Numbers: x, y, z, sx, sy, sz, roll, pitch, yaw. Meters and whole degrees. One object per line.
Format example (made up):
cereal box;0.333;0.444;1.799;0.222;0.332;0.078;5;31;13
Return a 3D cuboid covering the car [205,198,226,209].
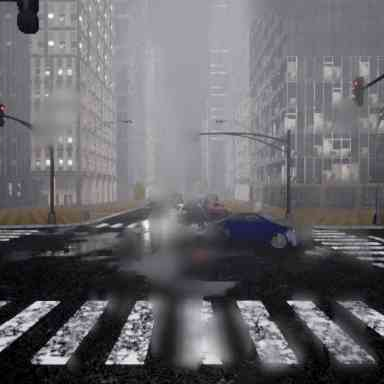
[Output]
car;2.461;1.569;32.163;1.802;1.307;4.206;-1;0;0

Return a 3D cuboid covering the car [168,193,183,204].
car;-2.872;1.178;64.290;2.150;2.045;5.566;0;0;0

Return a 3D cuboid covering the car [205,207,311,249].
car;2.926;1.560;14.511;4.181;1.385;1.994;0;0;37

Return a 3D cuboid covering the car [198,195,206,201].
car;2.400;1.535;81.884;1.802;1.307;4.206;-1;0;0

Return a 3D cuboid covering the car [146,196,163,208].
car;-5.419;1.418;48.696;1.967;1.590;4.097;-1;0;0

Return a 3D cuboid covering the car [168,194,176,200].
car;-5.503;1.383;92.893;1.967;1.590;4.097;-1;0;0

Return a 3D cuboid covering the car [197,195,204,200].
car;2.379;1.488;92.933;1.887;1.381;4.507;-1;0;0

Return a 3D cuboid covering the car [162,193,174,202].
car;-5.473;1.272;76.319;2.192;1.841;5.009;-1;0;0

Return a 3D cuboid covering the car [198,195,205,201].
car;2.388;1.473;87.578;1.752;1.417;4.829;-1;0;0

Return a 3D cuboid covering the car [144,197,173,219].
car;-2.908;1.493;28.726;1.837;1.490;4.892;0;0;0

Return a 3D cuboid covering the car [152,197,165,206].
car;-5.428;1.557;54.221;1.802;1.307;4.206;-1;0;0

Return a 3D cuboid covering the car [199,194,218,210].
car;2.457;1.297;43.212;2.192;1.841;5.009;-1;0;0

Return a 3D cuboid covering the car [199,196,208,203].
car;2.420;1.507;70.834;1.887;1.381;4.507;-1;0;0

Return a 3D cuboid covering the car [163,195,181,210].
car;-2.929;1.470;43.278;2.128;1.511;4.902;0;0;0
